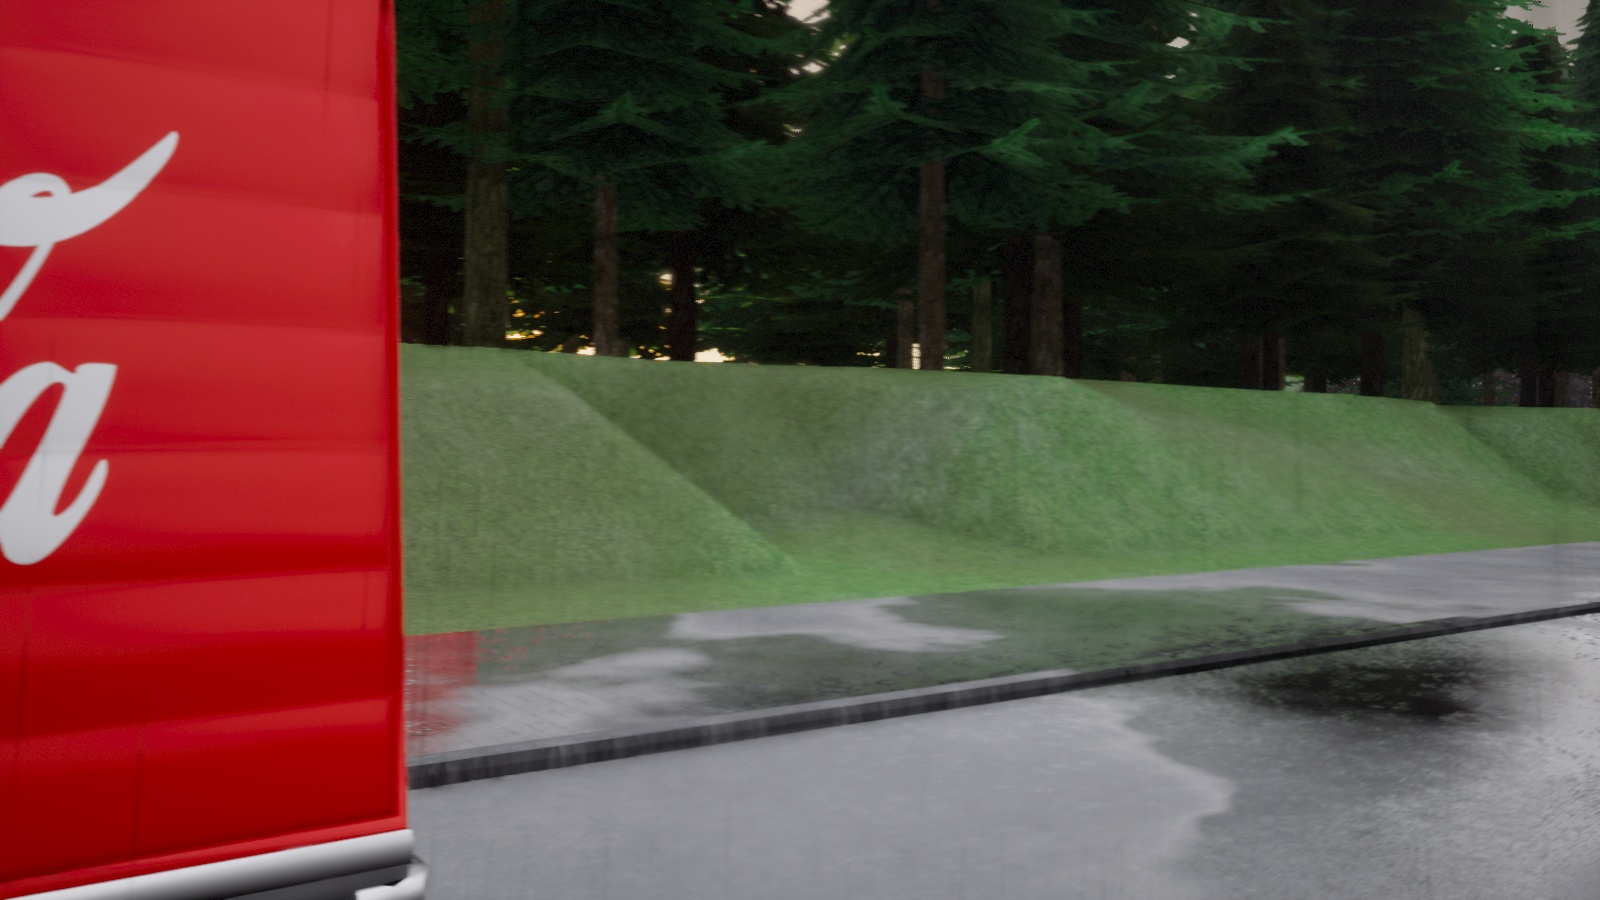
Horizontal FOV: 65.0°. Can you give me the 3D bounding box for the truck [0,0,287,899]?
[{"bbox_3d":[-3.741,0.252,1.665,5.204,2.467,2.627,-1,0,-35],"label":"truck"}]
